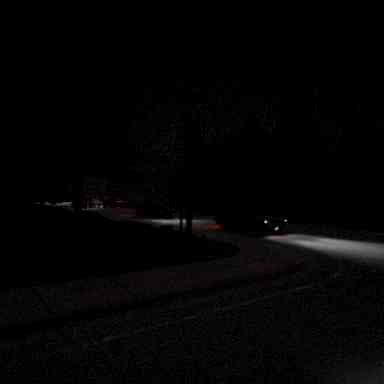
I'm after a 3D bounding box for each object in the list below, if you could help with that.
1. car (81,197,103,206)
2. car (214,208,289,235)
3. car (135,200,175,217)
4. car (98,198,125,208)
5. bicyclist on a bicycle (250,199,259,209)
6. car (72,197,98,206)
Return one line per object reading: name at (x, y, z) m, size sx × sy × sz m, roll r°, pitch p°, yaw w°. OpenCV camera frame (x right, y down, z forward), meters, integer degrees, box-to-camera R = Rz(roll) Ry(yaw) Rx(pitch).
car at (-17.035, 1.598, 56.240) m, size 2.033 × 1.411 × 5.357 m, roll 0°, pitch 0°, yaw -34°
car at (3.364, 1.625, 19.431) m, size 1.895 × 1.301 × 4.718 m, roll 0°, pitch 0°, yaw -31°
car at (-3.390, 1.504, 29.877) m, size 1.882 × 1.535 × 5.008 m, roll 0°, pitch 0°, yaw -34°
car at (-11.231, 1.542, 47.827) m, size 2.128 × 1.511 × 4.902 m, roll 0°, pitch 0°, yaw -34°
bicyclist on a bicycle at (5.584, 1.441, 29.575) m, size 1.656 × 1.620 × 0.582 m, roll 22°, pitch -28°, yaw -26°
car at (-15.881, 1.583, 48.311) m, size 2.033 × 1.411 × 5.357 m, roll 0°, pitch 0°, yaw -34°
